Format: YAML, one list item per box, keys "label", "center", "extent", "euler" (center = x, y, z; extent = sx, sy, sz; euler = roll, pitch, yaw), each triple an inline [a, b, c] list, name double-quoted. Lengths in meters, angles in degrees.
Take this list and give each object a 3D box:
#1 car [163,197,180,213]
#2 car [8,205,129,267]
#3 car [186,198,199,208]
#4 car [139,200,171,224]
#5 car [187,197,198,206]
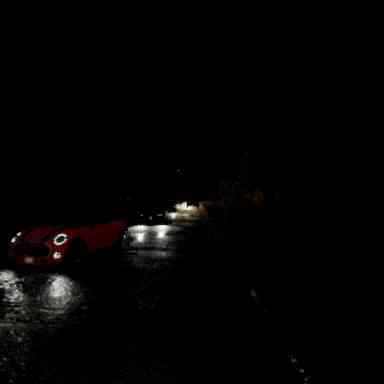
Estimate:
- label: "car"
  center: [-2.847, 1.584, 39.654]
  extent: [1.882, 1.535, 5.008]
  euler: [0, 0, 0]
- label: "car"
  center: [-4.035, 1.378, 11.669]
  extent: [2.097, 1.767, 4.553]
  euler: [0, 0, 17]
- label: "car"
  center: [0.093, 1.638, 49.566]
  extent: [1.837, 1.490, 4.892]
  euler: [0, -1, 0]
- label: "car"
  center: [-2.853, 1.574, 25.417]
  extent: [1.837, 1.490, 4.892]
  euler: [0, -1, 0]
- label: "car"
  center: [0.045, 1.733, 61.415]
  extent: [1.994, 1.385, 4.181]
  euler: [0, 0, 0]
